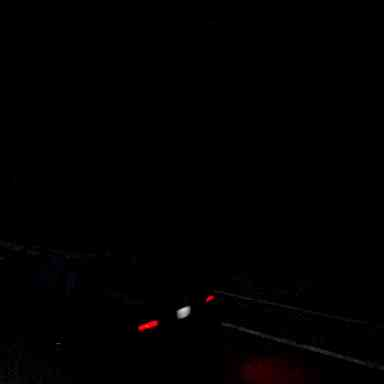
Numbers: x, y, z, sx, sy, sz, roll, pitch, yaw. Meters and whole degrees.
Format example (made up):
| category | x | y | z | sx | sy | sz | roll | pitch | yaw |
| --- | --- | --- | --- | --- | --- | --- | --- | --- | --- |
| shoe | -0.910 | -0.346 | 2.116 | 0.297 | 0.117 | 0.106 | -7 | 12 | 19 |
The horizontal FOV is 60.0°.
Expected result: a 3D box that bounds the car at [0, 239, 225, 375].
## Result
| category | x | y | z | sx | sy | sz | roll | pitch | yaw |
| --- | --- | --- | --- | --- | --- | --- | --- | --- | --- |
| car | -2.079 | 1.555 | 5.696 | 5.357 | 1.411 | 2.033 | 0 | 0 | 38 |
